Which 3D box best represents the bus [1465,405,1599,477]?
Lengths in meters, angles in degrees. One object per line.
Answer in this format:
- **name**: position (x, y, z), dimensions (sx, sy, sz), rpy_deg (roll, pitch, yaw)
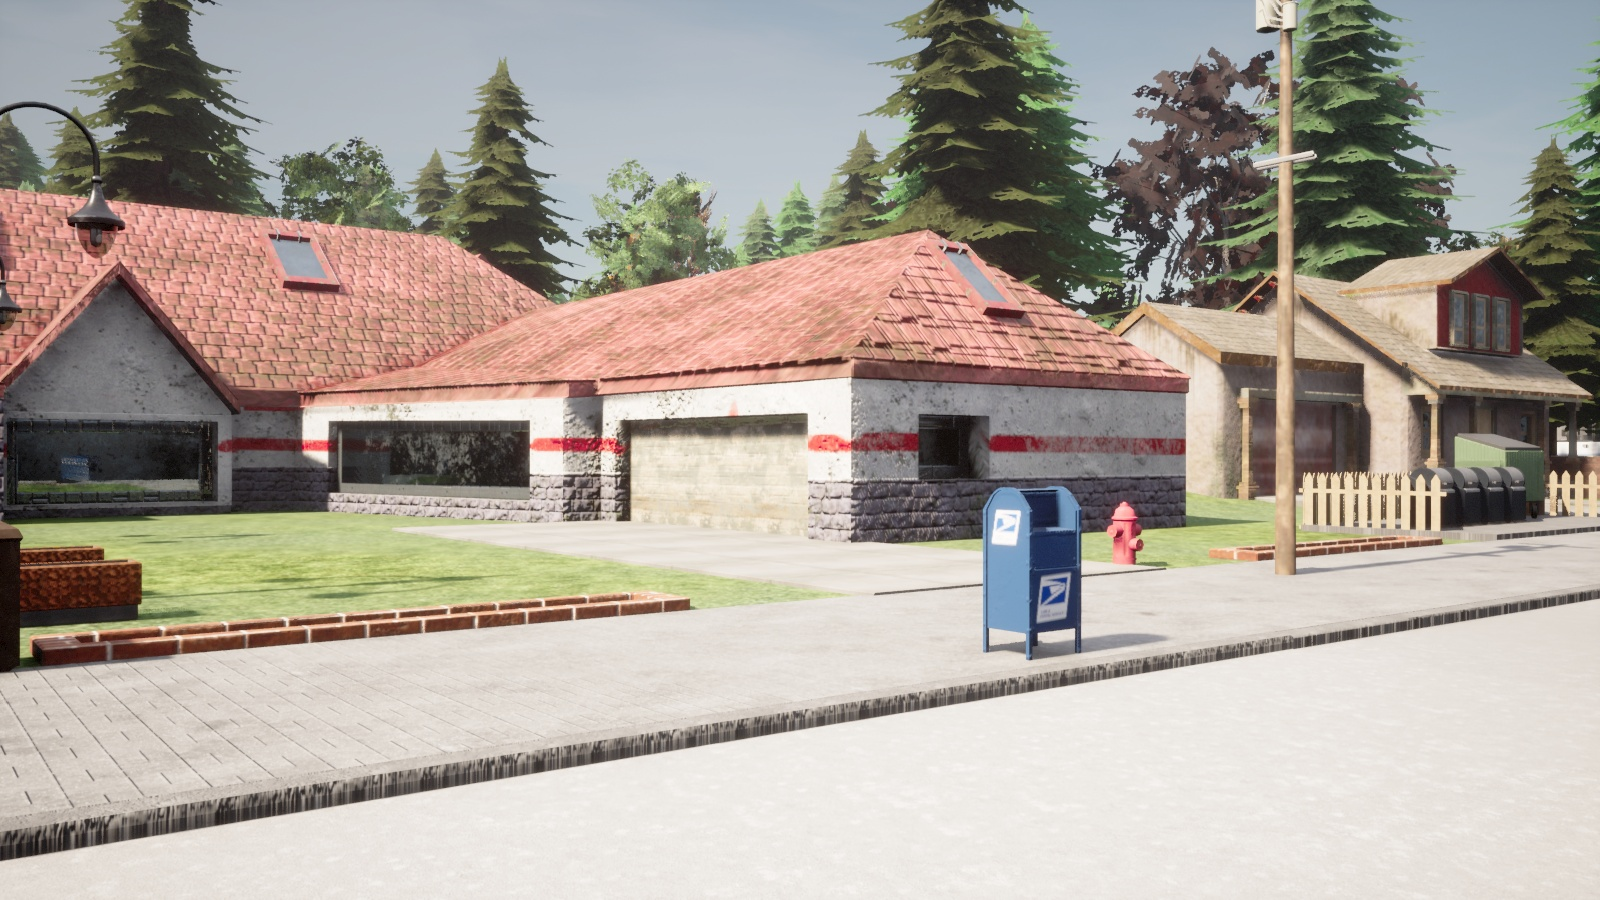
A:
- **bus**: position (47.497, -0.542, 77.922), dimensions (3.944, 4.253, 10.273), rpy_deg (0, 0, -37)
